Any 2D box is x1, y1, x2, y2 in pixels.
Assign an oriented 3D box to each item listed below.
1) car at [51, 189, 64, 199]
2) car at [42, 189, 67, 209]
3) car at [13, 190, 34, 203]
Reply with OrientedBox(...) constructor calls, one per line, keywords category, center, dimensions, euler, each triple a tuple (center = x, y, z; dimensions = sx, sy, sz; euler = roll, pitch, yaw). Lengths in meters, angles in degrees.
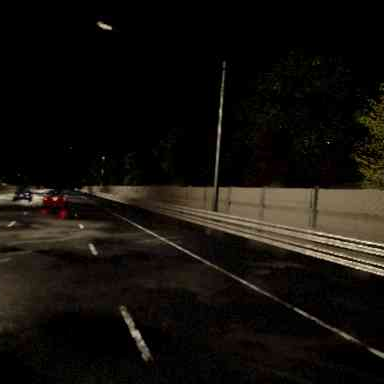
OrientedBox(category="car", center=(-23.633, 0.245, 58.600), dimensions=(1.882, 1.535, 5.008), euler=(4, -1, -22))
OrientedBox(category="car", center=(-13.310, 0.640, 32.434), dimensions=(2.097, 1.767, 4.553), euler=(4, 0, -22))
OrientedBox(category="car", center=(-19.512, 0.434, 38.610), dimensions=(2.033, 1.411, 5.357), euler=(4, -1, -22))
